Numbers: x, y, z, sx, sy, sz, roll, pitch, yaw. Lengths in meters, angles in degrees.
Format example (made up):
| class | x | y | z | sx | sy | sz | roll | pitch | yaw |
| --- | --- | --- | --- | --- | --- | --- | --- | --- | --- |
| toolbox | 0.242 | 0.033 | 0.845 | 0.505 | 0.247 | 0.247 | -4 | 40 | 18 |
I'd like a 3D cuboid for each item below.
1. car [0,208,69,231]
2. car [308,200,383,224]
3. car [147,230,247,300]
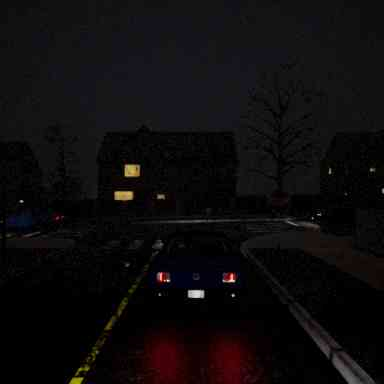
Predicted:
| class | x | y | z | sx | sy | sz | roll | pitch | yaw |
| --- | --- | --- | --- | --- | --- | --- | --- | --- | --- |
| car | -10.914 | 1.736 | 21.601 | 5.357 | 1.411 | 2.033 | -1 | 1 | 0 |
| car | 10.442 | 1.232 | 21.574 | 5.357 | 1.411 | 2.033 | -1 | 1 | -1 |
| car | 0.147 | 1.600 | 8.373 | 1.895 | 1.301 | 4.718 | 0 | 0 | 2 |
